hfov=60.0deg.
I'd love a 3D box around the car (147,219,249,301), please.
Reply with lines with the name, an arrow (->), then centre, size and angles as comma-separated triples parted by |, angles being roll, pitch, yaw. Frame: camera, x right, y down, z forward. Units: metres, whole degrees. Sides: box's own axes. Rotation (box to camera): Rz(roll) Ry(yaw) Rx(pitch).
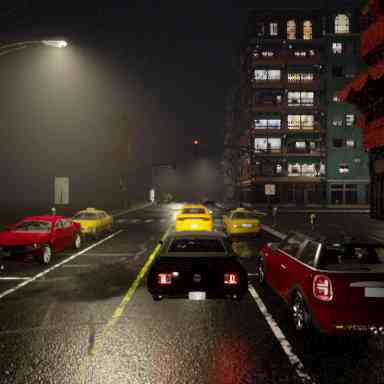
car -> 0.100, 1.603, 8.280 | 1.895, 1.301, 4.718 | 0, 0, 0

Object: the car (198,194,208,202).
car -> 2.570, 1.338, 78.547 | 2.192, 1.841, 5.009 | 1, 0, 0

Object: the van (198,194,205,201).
van -> 2.569, 1.368, 89.869 | 1.690, 1.788, 3.998 | 1, 0, 0

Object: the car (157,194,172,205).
car -> -5.310, 1.457, 61.086 | 1.967, 1.590, 4.097 | 1, 0, 0

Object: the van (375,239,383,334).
van -> 2.576, 1.341, 1.093 | 1.690, 1.788, 3.998 | 1, 0, 0

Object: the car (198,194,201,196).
car -> 2.568, 1.587, 72.886 | 1.947, 1.339, 4.313 | 1, 0, 0

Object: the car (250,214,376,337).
car -> 2.575, 1.442, 6.638 | 1.967, 1.590, 4.097 | 1, 0, 0

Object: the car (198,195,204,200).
car -> 2.566, 1.555, 95.700 | 1.752, 1.417, 4.829 | 1, 0, 0

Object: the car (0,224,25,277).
car -> -5.307, 1.552, 6.227 | 2.008, 1.369, 4.403 | 1, 0, 0

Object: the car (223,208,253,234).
car -> 2.573, 1.530, 17.897 | 1.752, 1.417, 4.829 | 1, 0, 0

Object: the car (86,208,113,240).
car -> -5.308, 1.529, 17.130 | 1.752, 1.417, 4.829 | 1, 0, 0

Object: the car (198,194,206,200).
car -> 2.568, 1.599, 61.564 | 1.802, 1.307, 4.206 | 1, 0, 0

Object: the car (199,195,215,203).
car -> 2.570, 1.565, 50.242 | 2.008, 1.369, 4.403 | 1, 0, 0

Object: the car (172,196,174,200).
car -> -5.309, 1.334, 66.741 | 2.192, 1.841, 5.009 | 1, 0, 0

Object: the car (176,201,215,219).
car -> 0.101, 1.482, 18.397 | 1.882, 1.535, 5.008 | 0, 0, 0

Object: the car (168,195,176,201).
car -> -5.314, 1.609, 89.357 | 1.802, 1.307, 4.206 | 1, 0, 0

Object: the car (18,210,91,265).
car -> -5.307, 1.547, 11.764 | 1.887, 1.381, 4.507 | 1, 0, 0
